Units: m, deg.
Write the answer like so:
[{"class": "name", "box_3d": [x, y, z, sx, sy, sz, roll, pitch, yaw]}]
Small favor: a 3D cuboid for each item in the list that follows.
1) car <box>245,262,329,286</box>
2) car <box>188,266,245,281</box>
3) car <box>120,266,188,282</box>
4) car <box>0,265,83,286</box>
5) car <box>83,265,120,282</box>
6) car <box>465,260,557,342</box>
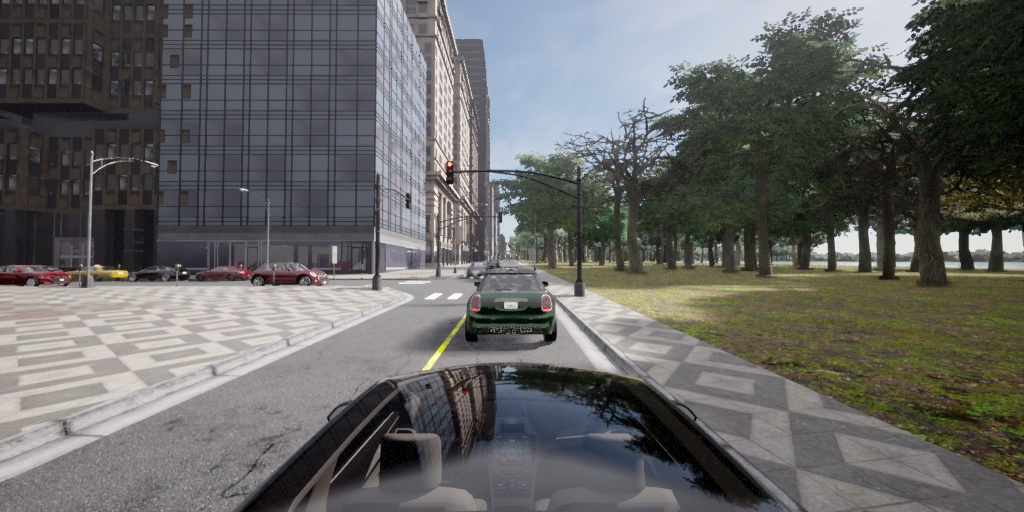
[{"class": "car", "box_3d": [-13.609, 1.120, 22.194, 4.097, 1.591, 1.967, 0, 0, -1]}, {"class": "car", "box_3d": [-24.589, 1.494, 30.664, 4.207, 1.307, 1.802, 0, 0, 0]}, {"class": "car", "box_3d": [-30.076, 1.481, 30.637, 4.313, 1.339, 1.948, 0, 0, 0]}, {"class": "car", "box_3d": [-30.040, 1.236, 22.115, 4.507, 1.381, 1.888, 0, 0, 0]}, {"class": "car", "box_3d": [-35.733, 1.444, 30.610, 4.829, 1.417, 1.751, 0, 0, 0]}, {"class": "car", "box_3d": [-0.014, 1.108, 9.994, 2.097, 1.767, 4.553, 0, 0, 0]}]
